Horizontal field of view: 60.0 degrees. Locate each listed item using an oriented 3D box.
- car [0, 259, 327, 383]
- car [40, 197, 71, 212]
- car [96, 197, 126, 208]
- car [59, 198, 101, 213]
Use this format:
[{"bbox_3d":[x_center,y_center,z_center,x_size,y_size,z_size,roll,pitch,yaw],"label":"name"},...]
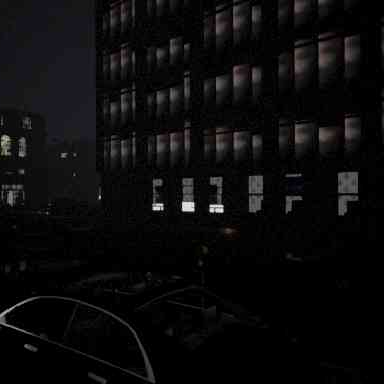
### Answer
[{"bbox_3d":[-0.930,1.551,3.537,4.403,1.369,2.008,0,0,35],"label":"car"},{"bbox_3d":[-16.371,1.490,41.361,2.097,1.767,4.553,0,-1,37],"label":"car"},{"bbox_3d":[-12.399,1.643,51.149,1.967,1.590,4.097,-1,-1,36],"label":"car"},{"bbox_3d":[-12.171,1.684,37.243,1.802,1.307,4.206,-1,-1,36],"label":"car"}]
